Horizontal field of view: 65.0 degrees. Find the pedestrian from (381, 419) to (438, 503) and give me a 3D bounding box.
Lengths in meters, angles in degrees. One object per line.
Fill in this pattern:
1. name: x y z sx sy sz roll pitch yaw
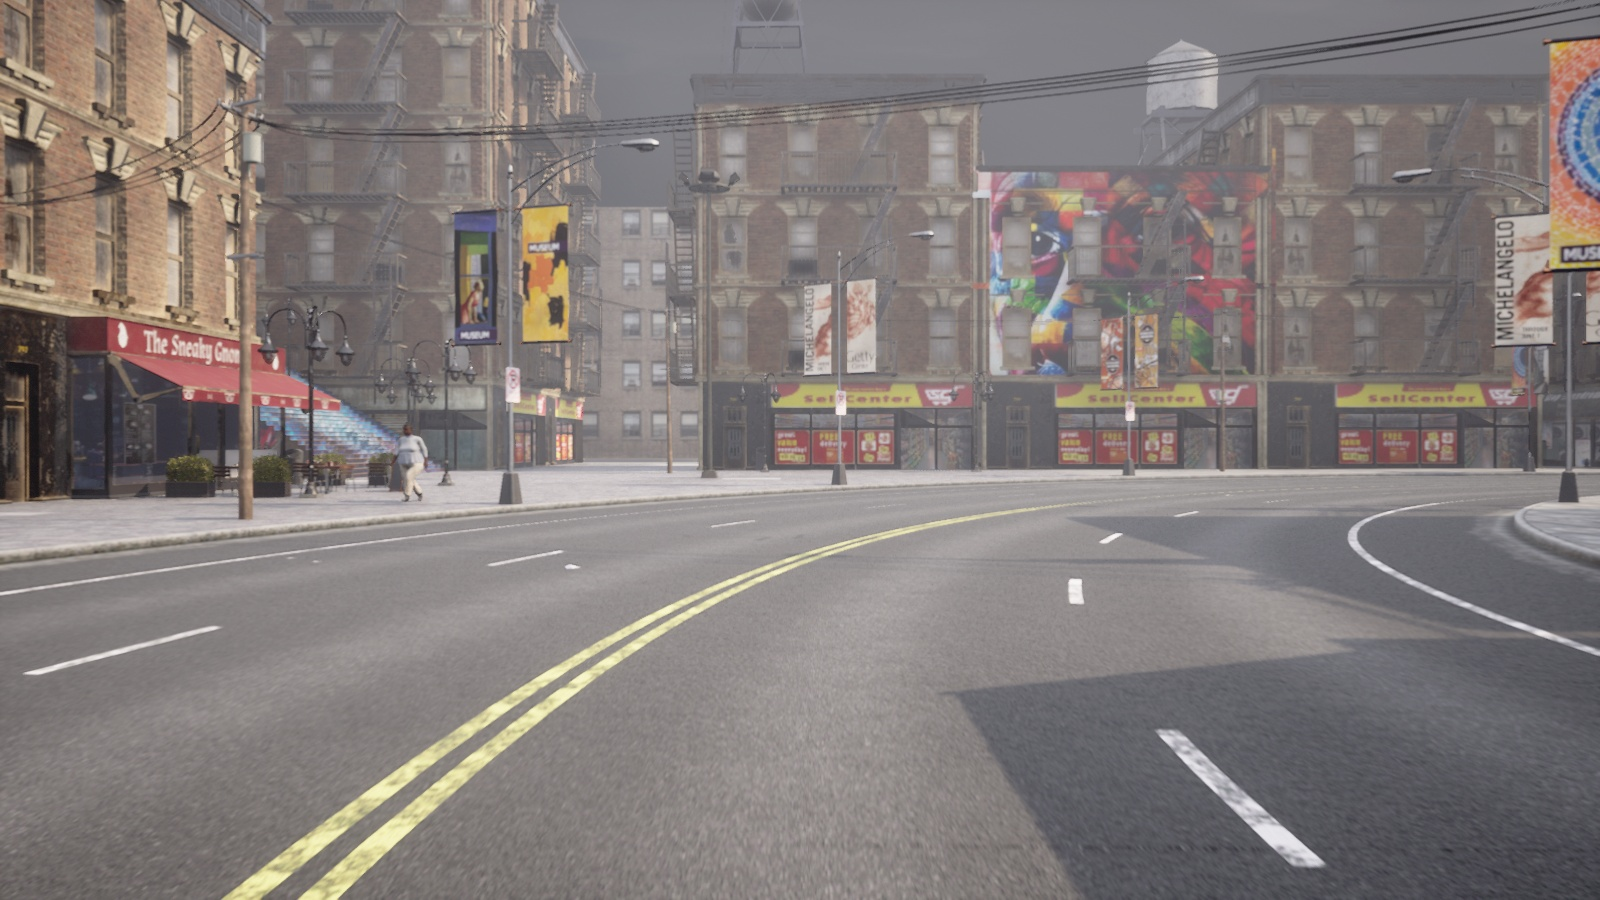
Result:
1. pedestrian: -8.809 0.240 28.325 0.874 1.855 0.900 0 0 17
